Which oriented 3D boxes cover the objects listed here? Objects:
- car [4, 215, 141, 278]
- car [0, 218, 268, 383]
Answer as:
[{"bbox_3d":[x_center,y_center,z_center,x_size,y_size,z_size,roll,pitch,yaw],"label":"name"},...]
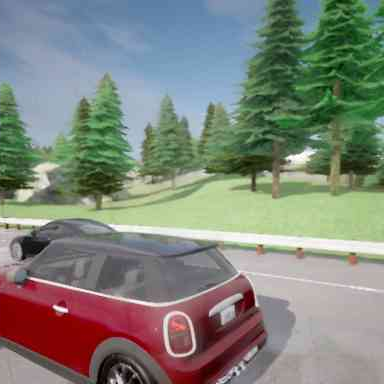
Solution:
[{"bbox_3d":[-4.048,1.594,10.941,4.674,1.442,1.812,-1,0,34],"label":"car"},{"bbox_3d":[-1.336,1.376,4.854,4.553,1.767,2.097,-1,0,35],"label":"car"}]
